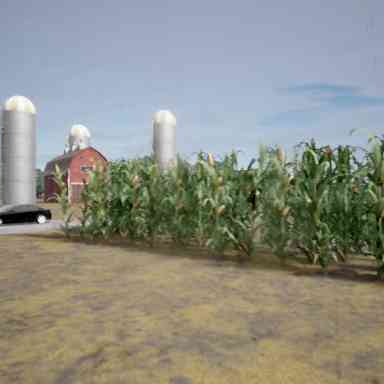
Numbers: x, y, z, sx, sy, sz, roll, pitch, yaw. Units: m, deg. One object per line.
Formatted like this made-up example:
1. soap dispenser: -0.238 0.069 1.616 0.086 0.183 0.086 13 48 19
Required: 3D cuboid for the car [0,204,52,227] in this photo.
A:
1. car: -12.843 1.626 24.313 1.882 1.535 5.008 1 0 37
